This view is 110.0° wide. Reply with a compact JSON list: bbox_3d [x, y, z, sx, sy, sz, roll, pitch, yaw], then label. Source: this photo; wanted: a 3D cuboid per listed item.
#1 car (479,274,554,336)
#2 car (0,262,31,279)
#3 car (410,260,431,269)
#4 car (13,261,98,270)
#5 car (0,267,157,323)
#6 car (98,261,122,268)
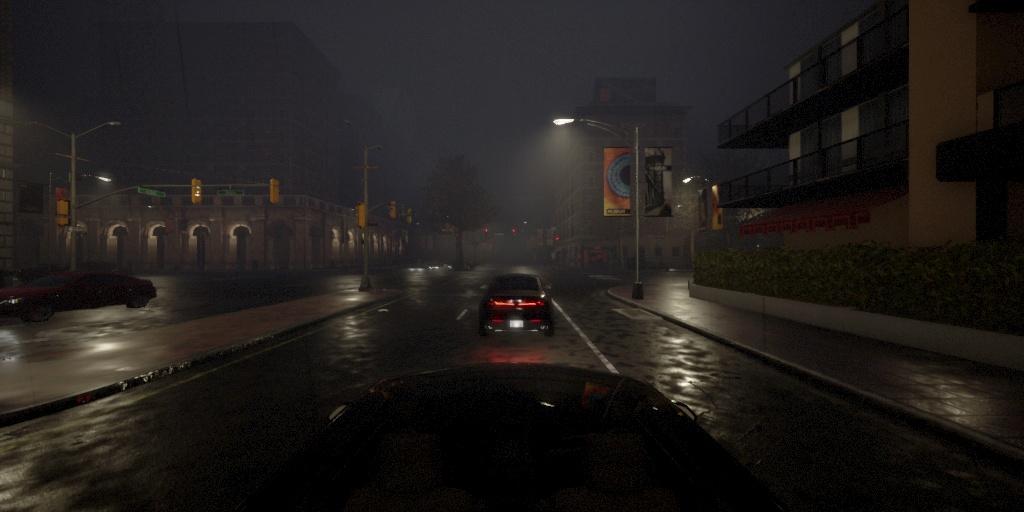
[{"bbox_3d":[0.117,1.255,10.360,1.837,1.490,4.892,0,0,0],"label":"car"},{"bbox_3d":[-47.094,1.276,32.479,4.674,1.442,1.812,0,0,1],"label":"car"},{"bbox_3d":[-14.820,1.314,57.158,1.994,1.385,4.181,0,0,0],"label":"car"},{"bbox_3d":[-36.857,1.314,28.945,4.181,1.385,1.994,0,0,0],"label":"car"},{"bbox_3d":[-14.954,1.276,12.243,1.812,1.442,4.674,0,0,0],"label":"car"},{"bbox_3d":[-37.257,1.228,32.445,5.008,1.535,1.882,0,0,0],"label":"car"}]
